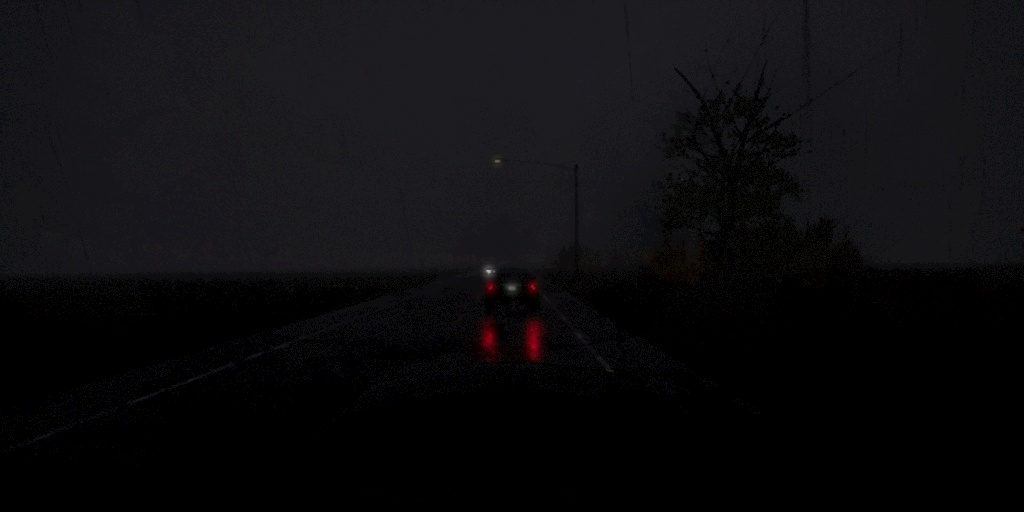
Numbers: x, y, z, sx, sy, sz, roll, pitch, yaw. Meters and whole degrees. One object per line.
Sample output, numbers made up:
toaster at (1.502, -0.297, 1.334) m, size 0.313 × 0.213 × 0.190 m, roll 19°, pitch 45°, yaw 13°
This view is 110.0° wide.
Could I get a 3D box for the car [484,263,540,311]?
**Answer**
car at (0.011, 1.228, 15.249) m, size 2.097 × 1.767 × 4.553 m, roll 0°, pitch -1°, yaw 0°
